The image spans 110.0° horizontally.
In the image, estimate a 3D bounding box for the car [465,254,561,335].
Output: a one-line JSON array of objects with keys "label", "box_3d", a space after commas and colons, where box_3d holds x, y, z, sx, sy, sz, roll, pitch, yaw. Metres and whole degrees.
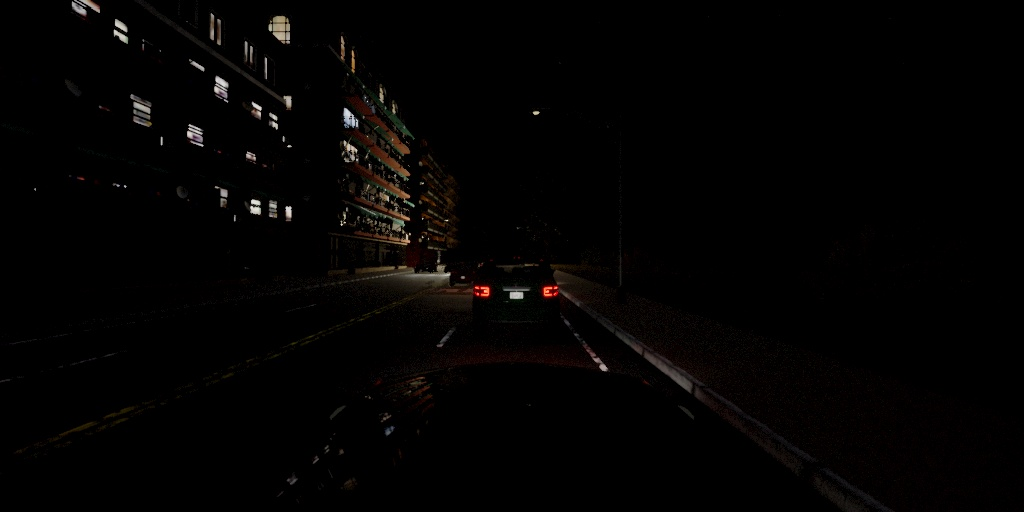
[{"label": "car", "box_3d": [0.116, 0.973, 10.687, 2.150, 2.045, 5.566, 0, 0, 0]}]

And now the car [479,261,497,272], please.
[{"label": "car", "box_3d": [-3.039, 1.314, 45.899, 1.994, 1.385, 4.181, 0, 0, 0]}]

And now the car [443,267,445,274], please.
[{"label": "car", "box_3d": [-6.503, 1.315, 40.906, 1.994, 1.385, 4.181, 0, 0, 0]}]

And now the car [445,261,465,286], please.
[{"label": "car", "box_3d": [-3.092, 1.230, 25.123, 1.882, 1.535, 5.008, 0, 0, 0]}]

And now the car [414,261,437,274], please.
[{"label": "car", "box_3d": [-9.739, 1.277, 40.754, 1.812, 1.442, 4.674, 0, 0, 0]}]
